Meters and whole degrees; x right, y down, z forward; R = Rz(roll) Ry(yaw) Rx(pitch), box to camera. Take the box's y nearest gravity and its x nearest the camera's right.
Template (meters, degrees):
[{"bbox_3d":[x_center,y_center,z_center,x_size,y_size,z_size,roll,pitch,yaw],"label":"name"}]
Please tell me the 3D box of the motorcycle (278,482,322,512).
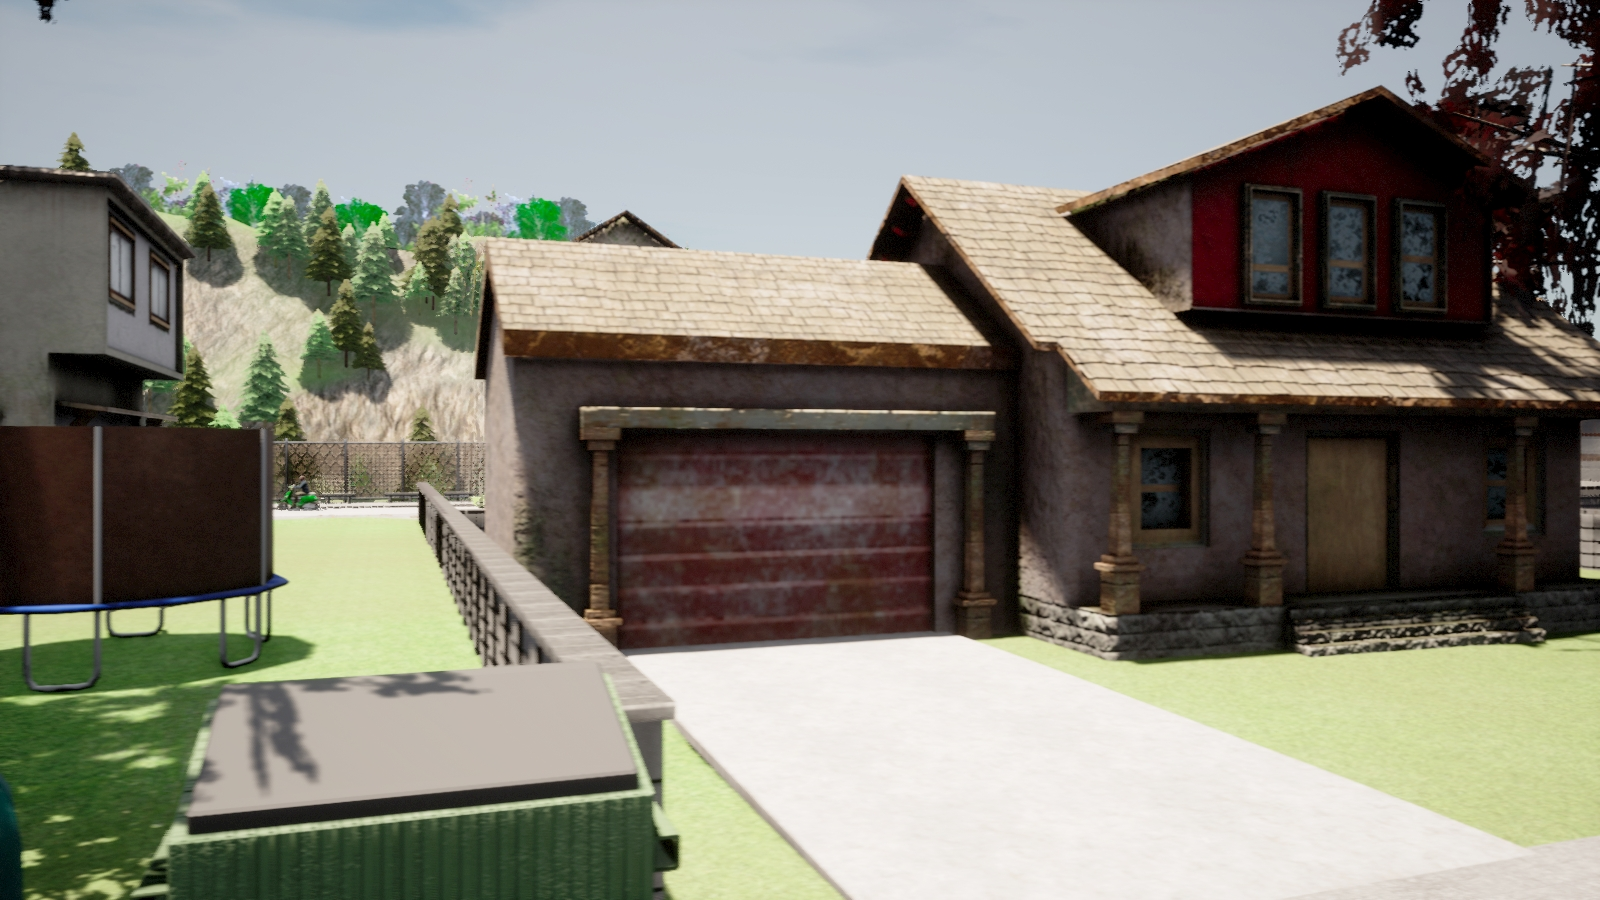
[{"bbox_3d":[-22.942,2.142,52.442,1.805,1.316,0.856,0,0,-20],"label":"motorcycle"}]
